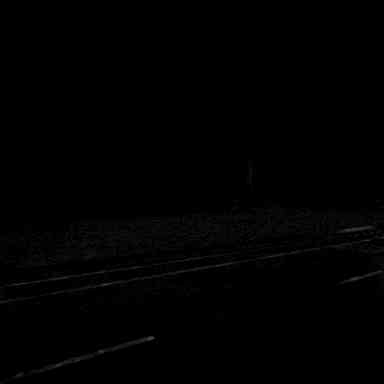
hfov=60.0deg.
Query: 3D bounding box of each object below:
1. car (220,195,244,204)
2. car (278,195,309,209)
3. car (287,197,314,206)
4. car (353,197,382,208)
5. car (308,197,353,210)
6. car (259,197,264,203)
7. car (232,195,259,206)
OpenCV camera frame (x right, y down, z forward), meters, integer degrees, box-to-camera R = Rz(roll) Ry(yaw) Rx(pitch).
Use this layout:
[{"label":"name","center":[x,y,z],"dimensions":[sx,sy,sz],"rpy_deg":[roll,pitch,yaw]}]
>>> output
[{"label":"car","center":[7.950,1.414,66.172],"dimensions":[2.097,1.767,4.553],"rpy_deg":[-1,0,-36]},{"label":"car","center":[14.556,1.401,47.016],"dimensions":[2.192,1.841,5.009],"rpy_deg":[-1,1,-36]},{"label":"car","center":[18.342,1.549,56.386],"dimensions":[1.802,1.307,4.206],"rpy_deg":[-1,1,-36]},{"label":"car","center":[24.649,1.369,47.559],"dimensions":[1.967,1.590,4.097],"rpy_deg":[-1,1,-36]},{"label":"car","center":[17.716,1.633,42.604],"dimensions":[1.947,1.339,4.313],"rpy_deg":[-1,1,-36]},{"label":"car","center":[12.032,1.551,65.212],"dimensions":[1.887,1.381,4.507],"rpy_deg":[-1,1,-36]},{"label":"car","center":[8.348,1.649,55.708],"dimensions":[1.752,1.417,4.829],"rpy_deg":[-1,1,-36]}]
